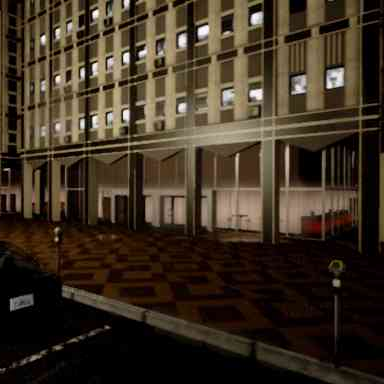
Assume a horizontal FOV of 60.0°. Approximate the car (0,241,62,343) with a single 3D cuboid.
[{"bbox_3d":[-4.000,1.515,5.733,4.313,1.339,1.947,1,0,36],"label":"car"}]
